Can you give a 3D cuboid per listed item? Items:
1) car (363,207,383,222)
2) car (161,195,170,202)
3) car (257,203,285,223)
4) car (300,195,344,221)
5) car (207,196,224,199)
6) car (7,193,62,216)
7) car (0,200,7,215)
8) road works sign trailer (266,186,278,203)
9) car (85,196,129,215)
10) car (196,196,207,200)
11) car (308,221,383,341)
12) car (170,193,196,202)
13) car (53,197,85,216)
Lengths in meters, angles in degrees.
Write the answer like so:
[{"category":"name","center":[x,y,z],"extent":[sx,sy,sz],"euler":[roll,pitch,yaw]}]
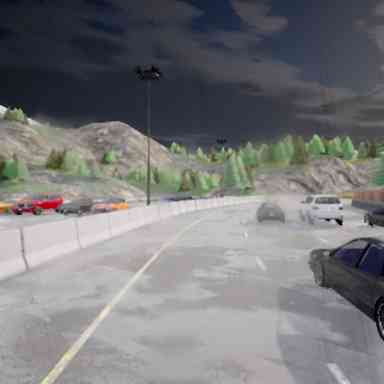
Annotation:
[{"category":"car","center":[12.144,1.566,19.965],"extent":[2.033,1.411,5.357],"euler":[0,0,8]},{"category":"car","center":[-4.985,1.397,72.427],"extent":[1.882,1.535,5.008],"euler":[0,0,24]},{"category":"car","center":[6.043,1.559,25.705],"extent":[1.994,1.385,4.181],"euler":[0,0,10]},{"category":"car","center":[9.265,1.228,24.067],"extent":[2.150,2.045,5.566],"euler":[0,0,10]},{"category":"car","center":[5.576,1.549,70.263],"extent":[1.895,1.301,4.718],"euler":[0,0,25]},{"category":"car","center":[-14.427,1.148,31.645],"extent":[2.150,2.045,5.566],"euler":[0,0,11]},{"category":"car","center":[-17.698,1.395,33.024],"extent":[1.882,1.535,5.008],"euler":[0,0,12]},{"category":"road works sign trailer","center":[16.917,0.454,69.695],"extent":[2.380,3.560,2.880],"euler":[0,0,29]},{"category":"car","center":[-7.471,1.302,30.637],"extent":[2.097,1.767,4.553],"euler":[0,0,12]},{"category":"car","center":[2.128,1.473,71.141],"extent":[2.033,1.411,5.357],"euler":[0,0,24]},{"category":"car","center":[3.798,1.553,6.154],"extent":[2.033,1.411,5.357],"euler":[0,0,3]},{"category":"car","center":[-1.870,1.149,70.807],"extent":[2.150,2.045,5.566],"euler":[0,0,24]},{"category":"car","center":[-10.772,1.444,31.961],"extent":[1.837,1.490,4.892],"euler":[0,0,12]}]
